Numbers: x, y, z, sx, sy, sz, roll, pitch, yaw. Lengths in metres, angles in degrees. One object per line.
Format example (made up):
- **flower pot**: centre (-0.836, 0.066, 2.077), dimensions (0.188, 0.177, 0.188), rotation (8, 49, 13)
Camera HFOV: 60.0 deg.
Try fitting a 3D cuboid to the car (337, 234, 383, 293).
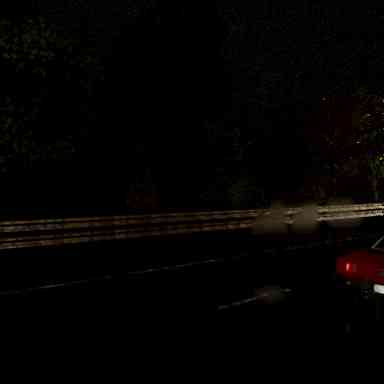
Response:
- **car**: centre (5.464, 1.585, 7.691), dimensions (4.718, 1.301, 1.895), rotation (0, 0, -36)
